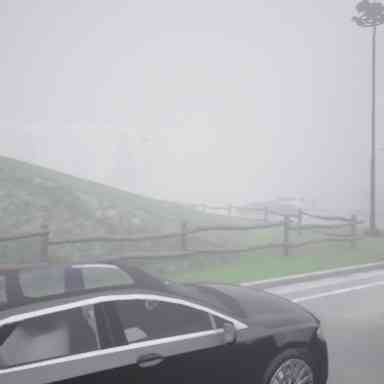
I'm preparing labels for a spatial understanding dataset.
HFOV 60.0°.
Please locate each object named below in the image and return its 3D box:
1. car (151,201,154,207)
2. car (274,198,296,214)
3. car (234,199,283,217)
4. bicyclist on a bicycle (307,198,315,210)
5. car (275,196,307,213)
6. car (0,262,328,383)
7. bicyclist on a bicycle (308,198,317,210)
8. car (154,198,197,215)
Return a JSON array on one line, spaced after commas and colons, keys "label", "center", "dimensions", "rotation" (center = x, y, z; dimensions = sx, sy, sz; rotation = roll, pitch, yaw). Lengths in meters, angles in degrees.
[{"label": "car", "center": [-4.101, 1.619, 52.273], "dimensions": [5.008, 1.535, 1.882], "rotation": [1, 0, 20]}, {"label": "car", "center": [8.529, 1.718, 37.255], "dimensions": [5.008, 1.535, 1.882], "rotation": [0, -1, 38]}, {"label": "car", "center": [6.559, 1.730, 34.314], "dimensions": [4.674, 1.442, 1.812], "rotation": [1, 0, 38]}, {"label": "bicyclist on a bicycle", "center": [16.224, 1.666, 45.302], "dimensions": [0.582, 1.620, 1.656], "rotation": [1, 0, 40]}, {"label": "car", "center": [10.892, 1.499, 39.954], "dimensions": [5.566, 2.045, 2.150], "rotation": [0, -1, 38]}, {"label": "car", "center": [-0.782, 1.492, 3.228], "dimensions": [4.902, 1.511, 2.128], "rotation": [1, 0, -30]}, {"label": "bicyclist on a bicycle", "center": [16.566, 1.669, 45.016], "dimensions": [0.582, 1.620, 1.656], "rotation": [1, 0, 40]}, {"label": "car", "center": [-1.523, 1.675, 35.812], "dimensions": [4.181, 1.385, 1.994], "rotation": [1, 0, 31]}]
